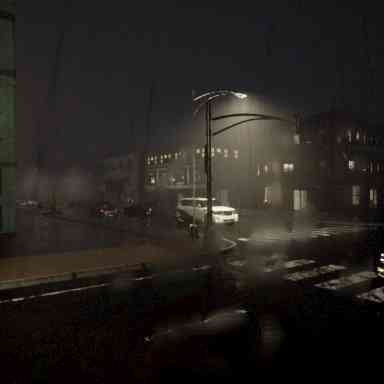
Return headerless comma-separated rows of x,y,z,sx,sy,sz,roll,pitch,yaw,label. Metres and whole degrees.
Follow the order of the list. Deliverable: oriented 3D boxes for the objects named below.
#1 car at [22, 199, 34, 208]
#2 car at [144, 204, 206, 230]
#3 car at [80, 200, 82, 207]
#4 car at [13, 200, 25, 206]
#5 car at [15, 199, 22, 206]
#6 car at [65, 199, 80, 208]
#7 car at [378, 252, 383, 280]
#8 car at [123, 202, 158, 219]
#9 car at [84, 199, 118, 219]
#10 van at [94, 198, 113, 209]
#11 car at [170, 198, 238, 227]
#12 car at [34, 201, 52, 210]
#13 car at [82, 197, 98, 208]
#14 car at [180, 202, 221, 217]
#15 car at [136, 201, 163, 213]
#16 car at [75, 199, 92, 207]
-31.787,2.375,66.083,2.008,1.369,4.403,-1,0,-36,car
-1.277,1.815,23.207,1.947,1.339,4.313,-2,0,-36,car
-18.538,1.939,61.952,2.192,1.841,5.009,-1,0,-36,car
-41.446,2.547,79.590,2.008,1.369,4.403,-1,0,-36,car
-38.228,2.379,75.086,1.967,1.590,4.097,-1,0,-36,car
-21.472,2.230,61.626,1.994,1.385,4.181,-1,0,-36,car
6.608,1.503,8.429,4.892,1.490,1.837,0,0,-36,car
-5.010,1.886,33.103,2.033,1.411,5.357,-1,0,-36,car
-9.253,1.846,34.564,1.967,1.590,4.097,-1,0,-36,car
-15.317,1.907,57.450,1.690,1.788,3.998,-1,0,-36,van
0.942,1.443,24.776,2.150,2.045,5.566,-1,0,-35,car
-25.249,2.232,56.939,1.752,1.417,4.829,-1,0,-36,car
-15.411,2.032,53.147,1.882,1.535,5.008,-1,0,-35,car
0.785,1.810,34.938,2.008,1.369,4.403,-2,0,-36,car
-5.652,1.966,43.943,1.802,1.307,4.206,-2,0,-36,car
-21.752,2.227,66.455,1.887,1.381,4.507,-1,0,-36,car
